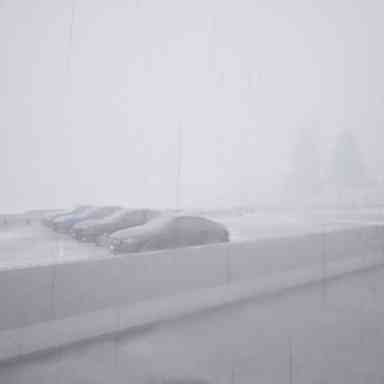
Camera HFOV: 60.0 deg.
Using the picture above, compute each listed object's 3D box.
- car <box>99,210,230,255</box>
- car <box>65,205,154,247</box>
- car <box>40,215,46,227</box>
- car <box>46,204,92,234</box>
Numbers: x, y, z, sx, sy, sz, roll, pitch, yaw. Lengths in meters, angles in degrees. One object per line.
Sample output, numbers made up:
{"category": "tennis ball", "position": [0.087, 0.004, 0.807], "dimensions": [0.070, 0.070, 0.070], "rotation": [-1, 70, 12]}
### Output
{"category": "car", "position": [-0.694, 1.520, 12.083], "dimensions": [4.674, 1.442, 1.812], "rotation": [0, 0, -35]}
{"category": "car", "position": [-2.727, 1.467, 14.932], "dimensions": [5.008, 1.535, 1.882], "rotation": [0, 0, -35]}
{"category": "car", "position": [-6.853, 1.506, 20.587], "dimensions": [4.674, 1.442, 1.812], "rotation": [0, 0, -35]}
{"category": "car", "position": [-4.780, 1.463, 17.766], "dimensions": [5.008, 1.535, 1.882], "rotation": [0, 0, -35]}
